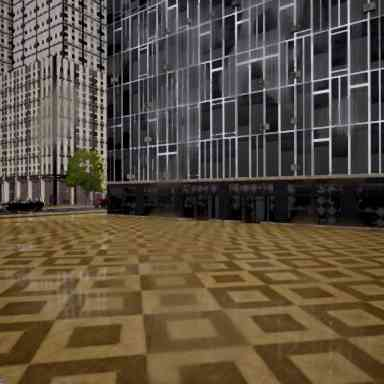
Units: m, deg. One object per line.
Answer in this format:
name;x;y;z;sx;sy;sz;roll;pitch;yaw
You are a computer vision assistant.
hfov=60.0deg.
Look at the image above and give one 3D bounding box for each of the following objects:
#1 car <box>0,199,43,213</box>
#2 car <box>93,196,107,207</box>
car;-20.080;1.596;39.213;2.128;1.511;4.902;0;0;35
car;-13.459;1.490;53.387;2.192;1.841;5.009;-1;-1;35
